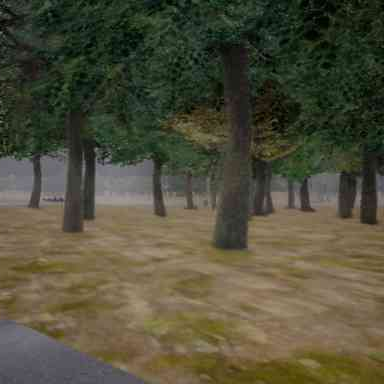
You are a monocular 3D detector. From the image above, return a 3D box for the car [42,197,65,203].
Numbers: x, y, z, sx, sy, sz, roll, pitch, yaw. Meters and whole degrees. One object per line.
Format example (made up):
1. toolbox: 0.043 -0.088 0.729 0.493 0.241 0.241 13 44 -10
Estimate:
1. car: -30.189 1.703 72.742 1.895 1.301 4.718 1 -1 37
